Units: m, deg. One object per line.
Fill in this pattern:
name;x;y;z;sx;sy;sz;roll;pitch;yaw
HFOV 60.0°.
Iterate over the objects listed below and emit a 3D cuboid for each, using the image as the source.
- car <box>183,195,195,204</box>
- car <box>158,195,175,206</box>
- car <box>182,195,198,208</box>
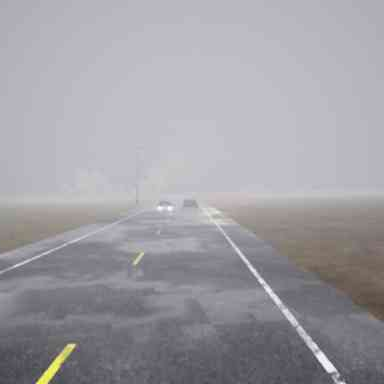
car;-0.574;1.341;62.664;2.128;1.511;4.902;0;0;-1
car;-4.003;1.471;50.413;1.895;1.301;4.718;0;0;-1
car;-0.240;1.359;44.658;1.882;1.535;5.008;0;0;-1
